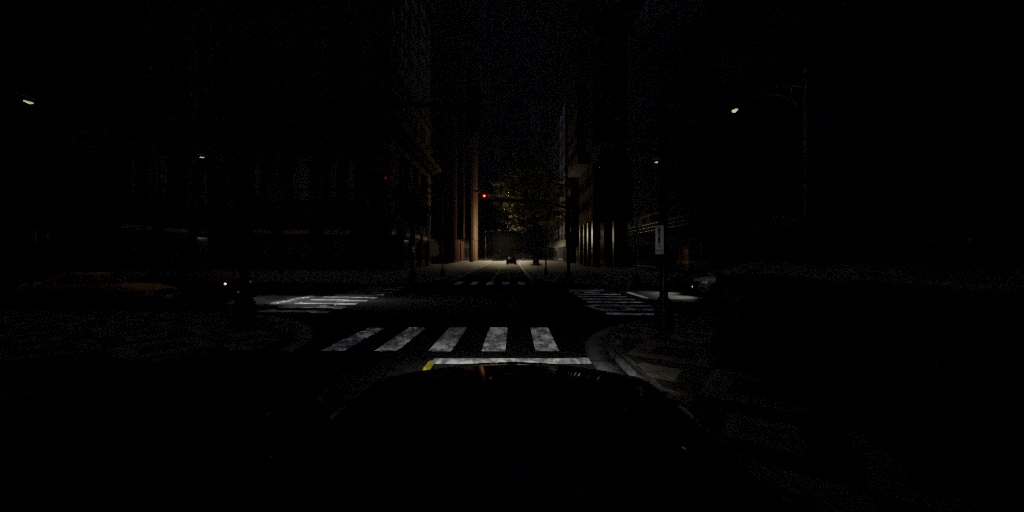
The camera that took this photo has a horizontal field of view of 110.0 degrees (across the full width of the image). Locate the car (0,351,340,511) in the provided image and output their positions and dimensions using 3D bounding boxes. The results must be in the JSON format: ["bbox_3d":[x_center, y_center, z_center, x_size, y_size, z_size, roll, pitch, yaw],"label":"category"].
[{"bbox_3d":[-2.819,1.297,1.303,2.033,1.411,5.357,0,0,4],"label":"car"}]

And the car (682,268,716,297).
[{"bbox_3d":[11.880,1.357,18.923,4.674,1.442,1.812,0,0,2],"label":"car"}]

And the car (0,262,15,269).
[{"bbox_3d":[-31.988,0.974,21.685,4.507,1.381,1.888,0,0,0],"label":"car"}]

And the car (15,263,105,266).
[{"bbox_3d":[-26.370,1.065,21.671,4.313,1.339,1.948,0,0,0],"label":"car"}]

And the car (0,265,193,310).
[{"bbox_3d":[-14.972,1.146,13.115,4.829,1.417,1.751,0,0,0],"label":"car"}]

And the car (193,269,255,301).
[{"bbox_3d":[-14.176,1.231,15.774,4.718,1.301,1.895,1,0,0],"label":"car"}]

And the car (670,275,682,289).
[{"bbox_3d":[11.864,1.381,21.569,4.403,1.370,2.007,0,0,0],"label":"car"}]
